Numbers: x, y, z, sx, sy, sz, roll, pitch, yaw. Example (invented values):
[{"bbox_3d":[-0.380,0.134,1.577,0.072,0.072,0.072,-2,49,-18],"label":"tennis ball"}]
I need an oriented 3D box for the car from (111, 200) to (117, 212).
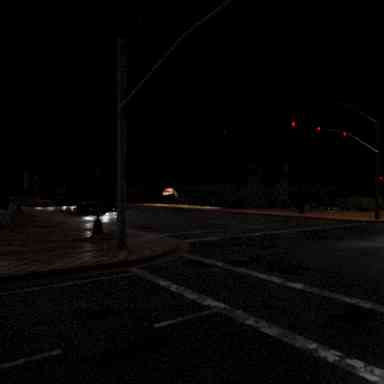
[{"bbox_3d":[-10.226,1.558,39.096,2.033,1.411,5.357,0,0,-35],"label":"car"}]

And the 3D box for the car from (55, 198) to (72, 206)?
[{"bbox_3d":[-20.871,1.614,54.177,2.033,1.411,5.357,0,0,-36],"label":"car"}]

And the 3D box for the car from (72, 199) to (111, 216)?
[{"bbox_3d":[-9.994,1.534,32.773,1.812,1.442,4.674,0,0,-36],"label":"car"}]

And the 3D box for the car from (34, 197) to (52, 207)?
[{"bbox_3d":[-22.981,1.485,51.090,1.882,1.535,5.008,0,0,-35],"label":"car"}]
